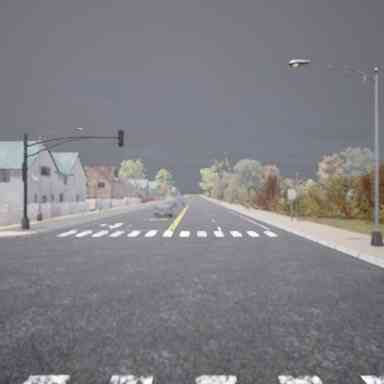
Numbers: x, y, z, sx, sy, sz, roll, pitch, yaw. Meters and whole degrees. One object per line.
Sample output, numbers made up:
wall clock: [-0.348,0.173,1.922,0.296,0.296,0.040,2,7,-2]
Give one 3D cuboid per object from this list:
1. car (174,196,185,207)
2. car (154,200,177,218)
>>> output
car: [-2.574,1.949,69.067,2.150,2.045,5.566,0,-1,1]
car: [-2.897,1.922,34.950,1.812,1.442,4.674,0,0,1]
